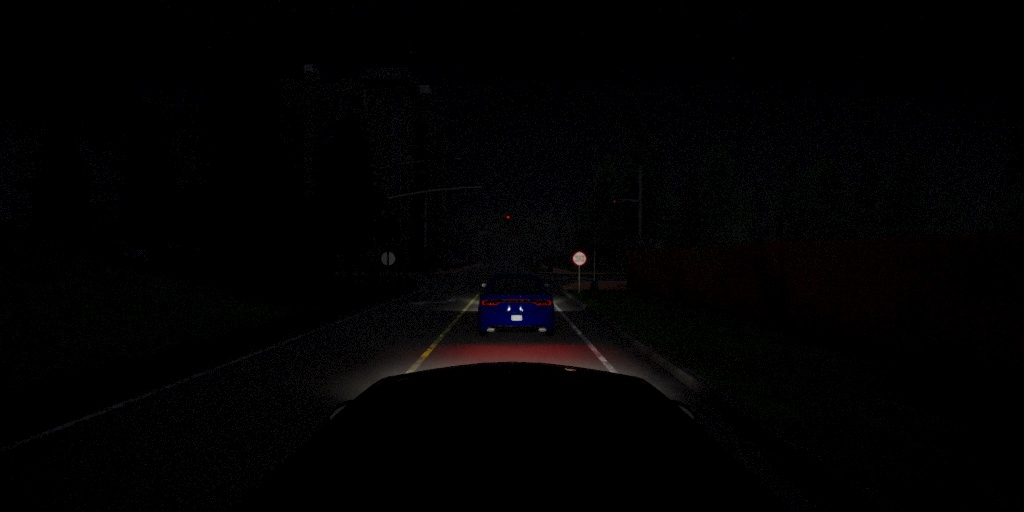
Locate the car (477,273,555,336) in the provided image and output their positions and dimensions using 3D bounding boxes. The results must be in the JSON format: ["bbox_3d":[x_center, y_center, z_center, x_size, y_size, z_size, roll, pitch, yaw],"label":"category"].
[{"bbox_3d":[0.100,1.228,10.458,1.882,1.535,5.008,0,0,0],"label":"car"}]
